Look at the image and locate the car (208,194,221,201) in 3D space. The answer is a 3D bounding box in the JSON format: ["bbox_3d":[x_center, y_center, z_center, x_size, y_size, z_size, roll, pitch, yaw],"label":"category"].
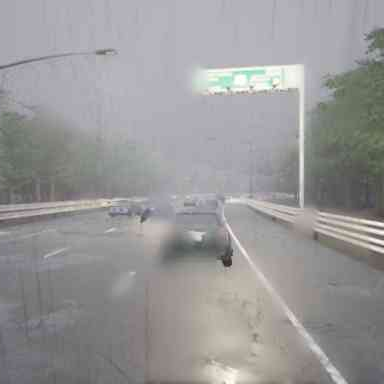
[{"bbox_3d":[2.995,1.491,50.016,1.882,1.535,5.008,0,0,7],"label":"car"}]

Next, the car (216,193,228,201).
[{"bbox_3d":[5.999,1.227,71.418,2.150,2.045,5.566,0,0,10],"label":"car"}]

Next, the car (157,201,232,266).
[{"bbox_3d":[0.201,1.357,11.774,2.097,1.767,4.553,0,0,2],"label":"car"}]

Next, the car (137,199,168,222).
[{"bbox_3d":[-2.570,1.355,26.150,2.097,1.767,4.553,0,0,4],"label":"car"}]

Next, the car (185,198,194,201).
[{"bbox_3d":[-0.104,1.570,52.972,1.994,1.385,4.181,0,0,7],"label":"car"}]

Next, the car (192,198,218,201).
[{"bbox_3d":[1.304,1.575,32.515,1.994,1.385,4.181,0,0,4],"label":"car"}]

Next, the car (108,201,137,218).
[{"bbox_3d":[-5.945,1.530,30.153,2.033,1.411,5.357,0,0,5],"label":"car"}]

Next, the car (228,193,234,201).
[{"bbox_3d":[9.236,1.583,88.755,1.895,1.301,4.718,0,0,12],"label":"car"}]
